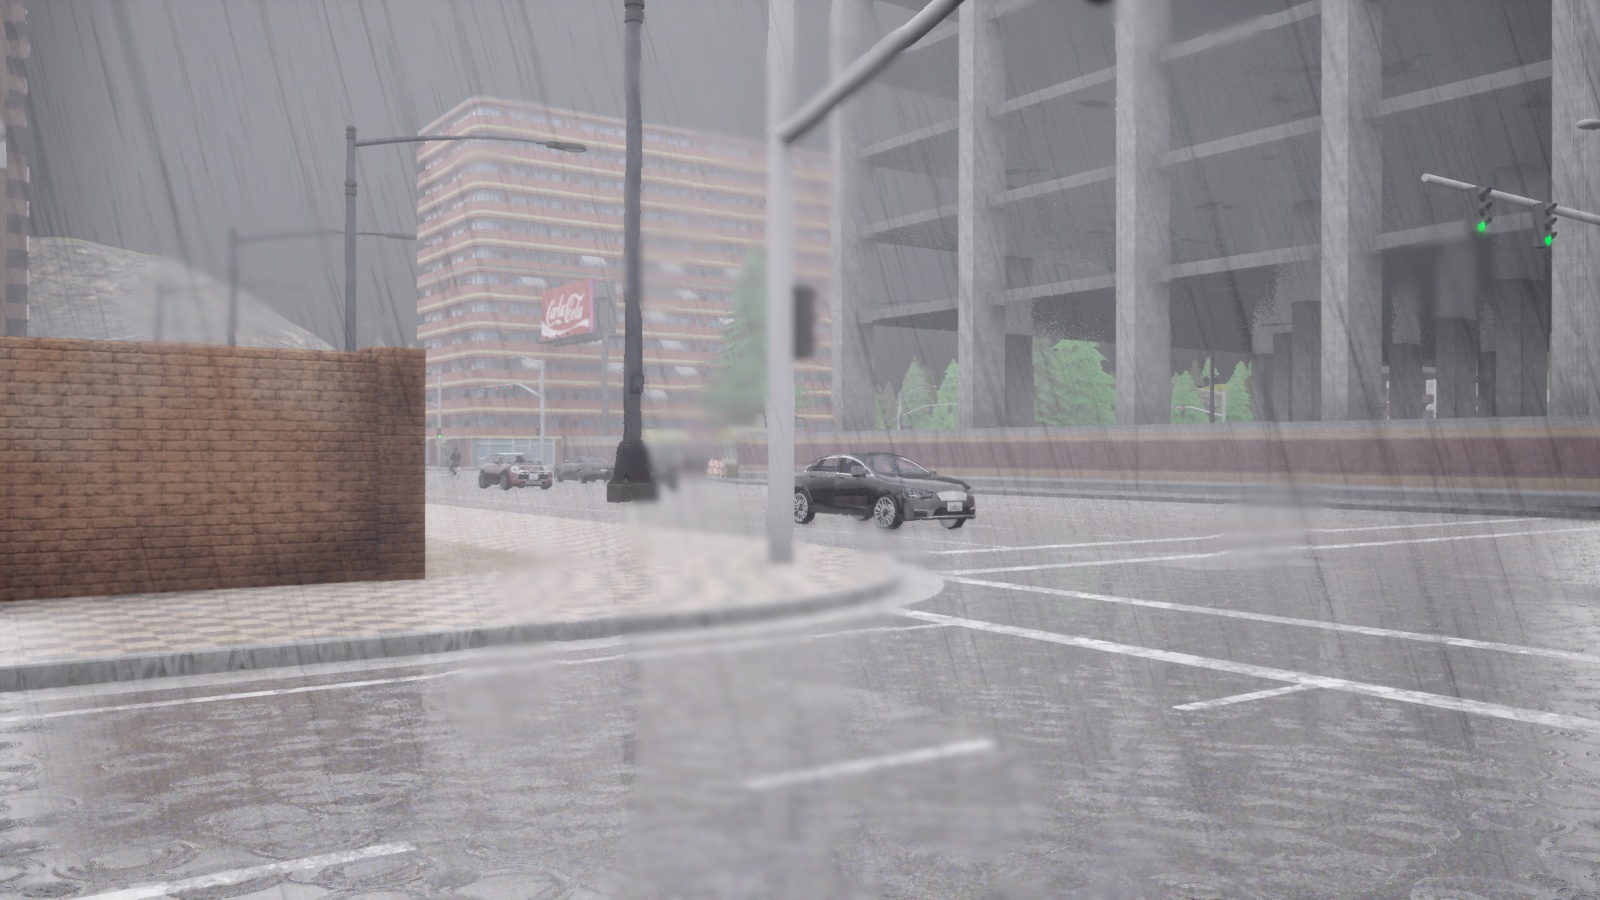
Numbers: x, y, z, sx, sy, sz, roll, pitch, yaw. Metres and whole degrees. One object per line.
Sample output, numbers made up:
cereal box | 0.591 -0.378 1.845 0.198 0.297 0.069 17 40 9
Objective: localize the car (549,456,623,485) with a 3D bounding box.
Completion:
car | -10.591 0.983 61.954 1.994 1.385 4.181 0 0 -34

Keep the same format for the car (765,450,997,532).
car | 1.523 0.760 25.587 2.128 1.511 4.902 0 0 -34

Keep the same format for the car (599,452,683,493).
car | -6.281 0.858 49.428 1.789 1.549 3.705 0 0 -34

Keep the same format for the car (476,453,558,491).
car | -11.479 0.859 50.837 1.970 1.475 3.806 0 0 -34
